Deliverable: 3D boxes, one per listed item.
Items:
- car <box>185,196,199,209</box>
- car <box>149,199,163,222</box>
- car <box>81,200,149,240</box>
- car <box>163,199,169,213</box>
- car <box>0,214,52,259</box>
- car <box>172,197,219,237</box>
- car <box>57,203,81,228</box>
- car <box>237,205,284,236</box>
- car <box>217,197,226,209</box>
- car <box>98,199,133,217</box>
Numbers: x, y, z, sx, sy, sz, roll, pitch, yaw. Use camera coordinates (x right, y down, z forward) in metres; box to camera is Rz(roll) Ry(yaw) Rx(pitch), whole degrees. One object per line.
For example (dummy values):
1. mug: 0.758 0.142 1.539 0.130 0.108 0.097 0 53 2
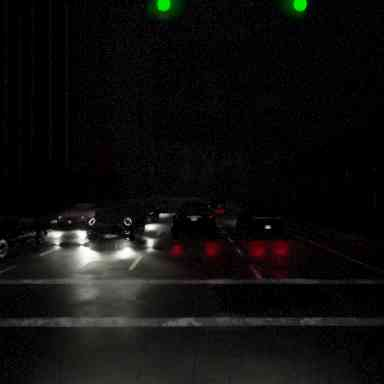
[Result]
1. car: 0.002 1.390 44.873 1.882 1.535 5.008 0 0 0
2. car: -3.579 1.440 25.566 1.837 1.490 4.892 0 0 0
3. car: -3.598 1.299 16.464 2.097 1.767 4.553 0 0 0
4. car: -3.507 1.469 35.974 2.033 1.411 5.357 0 0 0
5. car: -7.100 1.550 12.471 1.895 1.301 4.718 0 0 0
6. car: 0.097 1.299 17.752 2.097 1.767 4.553 0 0 0
7. car: -7.089 1.463 21.627 1.812 1.442 4.674 0 0 0
8. car: 3.597 1.441 18.167 2.128 1.511 4.902 0 0 0
9. car: 3.500 1.421 44.714 1.837 1.490 4.892 0 1 0
10. car: -7.042 1.472 31.213 2.033 1.411 5.357 0 0 1
